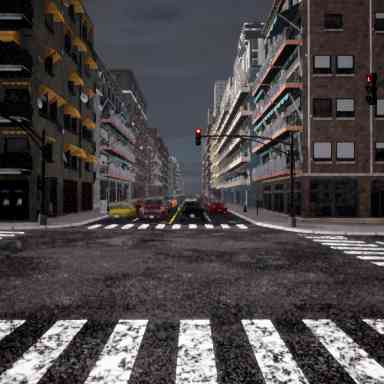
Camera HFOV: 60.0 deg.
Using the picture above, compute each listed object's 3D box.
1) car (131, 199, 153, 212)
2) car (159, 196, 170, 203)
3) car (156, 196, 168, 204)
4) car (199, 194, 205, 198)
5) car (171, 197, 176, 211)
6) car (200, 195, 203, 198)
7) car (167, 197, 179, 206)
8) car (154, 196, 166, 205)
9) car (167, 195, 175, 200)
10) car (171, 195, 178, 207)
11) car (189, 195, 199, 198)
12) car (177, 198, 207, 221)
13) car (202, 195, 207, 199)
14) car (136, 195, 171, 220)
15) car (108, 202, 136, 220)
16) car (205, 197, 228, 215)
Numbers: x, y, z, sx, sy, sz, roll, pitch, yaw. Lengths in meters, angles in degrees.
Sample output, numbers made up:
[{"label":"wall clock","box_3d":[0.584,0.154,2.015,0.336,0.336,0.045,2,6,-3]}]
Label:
[{"label":"car","box_3d":[-5.814,1.555,39.079,1.887,1.381,4.507,1,0,0]},{"label":"car","box_3d":[-5.925,1.570,72.220,1.887,1.381,4.507,1,0,0]},{"label":"car","box_3d":[-5.906,1.573,66.697,2.008,1.369,4.403,1,0,0]},{"label":"car","box_3d":[2.726,1.382,81.883,2.097,1.767,4.553,0,0,0]},{"label":"car","box_3d":[-3.227,1.558,37.608,2.033,1.411,5.357,0,0,0]},{"label":"car","box_3d":[2.530,1.597,50.140,1.802,1.307,4.206,1,0,0]},{"label":"car","box_3d":[-3.253,1.619,57.256,1.895,1.301,4.718,0,0,0]},{"label":"car","box_3d":[-5.887,1.545,61.003,1.752,1.417,4.829,1,0,0]},{"label":"car","box_3d":[-5.998,1.589,94.313,2.008,1.369,4.403,1,0,0]},{"label":"car","box_3d":[-3.249,1.366,47.397,2.097,1.767,4.553,0,0,0]},{"label":"car","box_3d":[-0.199,1.620,59.851,1.895,1.301,4.718,0,0,0]},{"label":"car","box_3d":[-0.025,1.512,27.338,1.837,1.490,4.892,-1,0,-1]},{"label":"car","box_3d":[2.568,1.451,39.093,1.967,1.590,4.097,1,0,0]},{"label":"car","box_3d":[-3.168,1.359,28.116,2.097,1.767,4.553,0,0,-1]},{"label":"car","box_3d":[-5.776,1.532,27.862,1.752,1.417,4.829,1,0,0]},{"label":"car","box_3d":[2.586,1.554,33.570,1.887,1.381,4.507,1,0,0]}]
